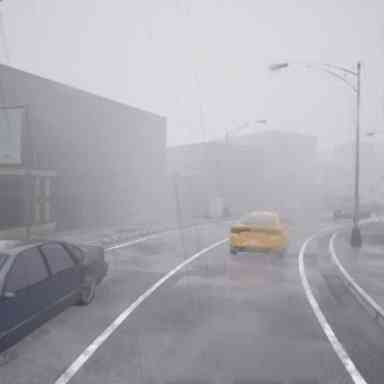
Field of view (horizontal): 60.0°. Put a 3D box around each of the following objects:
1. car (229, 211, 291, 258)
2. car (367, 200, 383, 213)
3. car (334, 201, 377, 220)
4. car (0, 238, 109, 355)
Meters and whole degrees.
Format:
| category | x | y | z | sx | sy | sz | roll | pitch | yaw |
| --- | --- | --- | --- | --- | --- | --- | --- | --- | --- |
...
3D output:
| category | x | y | z | sx | sy | sz | roll | pitch | yaw |
| --- | --- | --- | --- | --- | --- | --- | --- | --- | --- |
| car | 2.834 | 1.509 | 13.253 | 1.882 | 1.535 | 5.008 | 1 | 0 | 19 |
| car | 21.070 | 1.756 | 39.838 | 5.008 | 1.535 | 1.882 | 1 | 1 | -35 |
| car | 14.443 | 1.771 | 29.797 | 4.181 | 1.385 | 1.994 | 1 | 0 | -42 |
| car | -3.083 | 1.513 | 5.323 | 2.033 | 1.411 | 5.357 | 1 | 0 | 8 |
